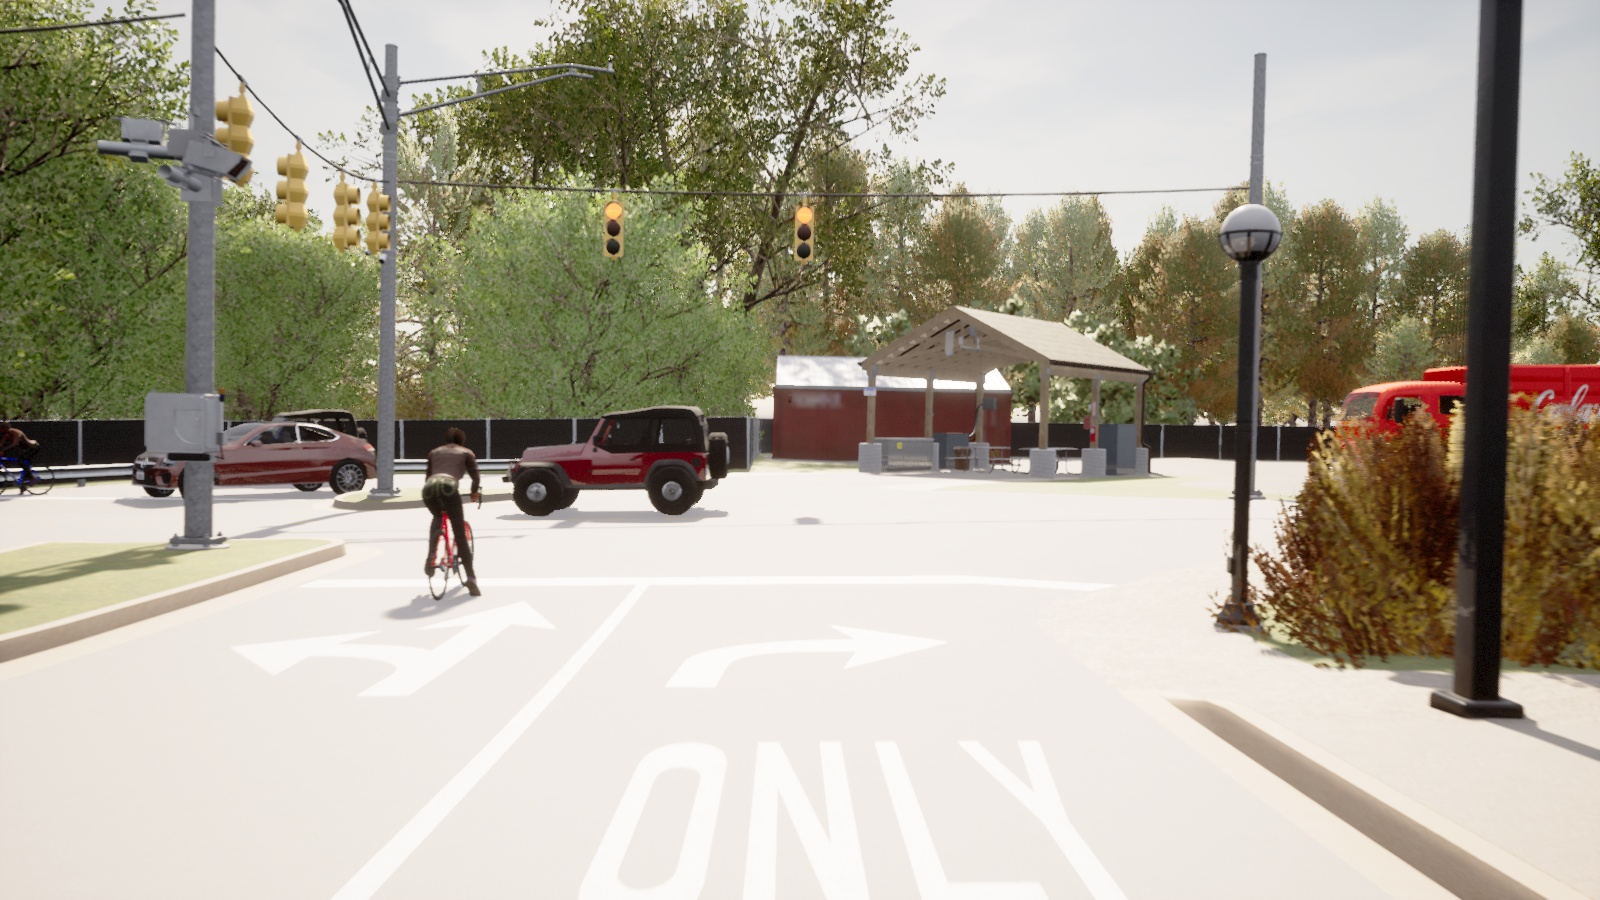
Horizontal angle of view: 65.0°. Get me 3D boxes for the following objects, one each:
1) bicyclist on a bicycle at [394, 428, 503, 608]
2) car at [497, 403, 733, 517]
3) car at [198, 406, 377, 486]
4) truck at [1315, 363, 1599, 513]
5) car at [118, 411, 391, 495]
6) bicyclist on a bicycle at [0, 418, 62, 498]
[{"bbox_3d":[-3.392,0.603,12.242,0.582,1.620,1.656,0,2,0],"label":"bicyclist on a bicycle"},{"bbox_3d":[-3.183,0.154,22.219,3.866,1.878,1.905,-1,1,0],"label":"car"},{"bbox_3d":[-12.984,-0.140,31.867,3.866,1.878,1.905,-1,3,-35],"label":"car"},{"bbox_3d":[12.153,-0.229,21.973,5.204,2.467,2.627,0,1,2],"label":"truck"},{"bbox_3d":[-11.772,0.014,27.395,2.152,1.651,5.027,2,2,42],"label":"car"},{"bbox_3d":[-16.702,0.169,26.658,0.582,1.620,1.656,2,4,32],"label":"bicyclist on a bicycle"}]
